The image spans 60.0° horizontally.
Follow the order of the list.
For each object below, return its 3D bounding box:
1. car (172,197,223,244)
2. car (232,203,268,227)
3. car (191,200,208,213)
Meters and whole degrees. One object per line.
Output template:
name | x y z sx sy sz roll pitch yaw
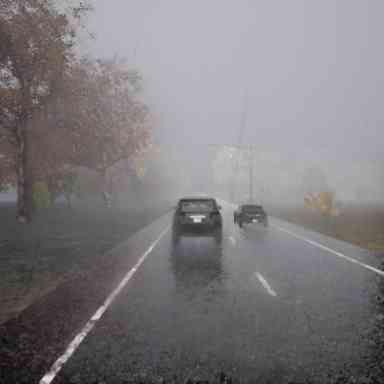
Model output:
car | 0.267 1.234 15.999 2.150 2.045 5.566 0 0 1
car | 3.919 1.523 22.768 1.837 1.490 4.892 0 0 1
car | 0.850 1.631 39.009 1.895 1.301 4.718 0 0 2
